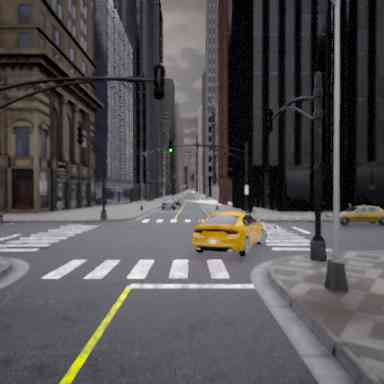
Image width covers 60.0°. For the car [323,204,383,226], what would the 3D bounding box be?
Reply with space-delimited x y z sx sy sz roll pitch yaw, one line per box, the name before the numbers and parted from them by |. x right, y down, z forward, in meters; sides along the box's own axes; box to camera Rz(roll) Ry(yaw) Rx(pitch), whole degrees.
car | 11.580 1.529 22.915 4.829 1.417 1.752 0 1 0

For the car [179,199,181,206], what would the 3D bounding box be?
car | -3.071 1.734 60.142 1.882 1.535 5.008 0 0 0

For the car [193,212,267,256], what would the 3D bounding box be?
car | 1.682 1.553 13.677 1.882 1.535 5.008 -1 0 23

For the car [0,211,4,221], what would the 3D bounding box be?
car | -15.340 1.634 22.814 4.403 1.369 2.008 0 1 0

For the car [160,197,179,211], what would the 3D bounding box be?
car | -3.105 1.717 44.724 1.812 1.442 4.674 0 0 0
